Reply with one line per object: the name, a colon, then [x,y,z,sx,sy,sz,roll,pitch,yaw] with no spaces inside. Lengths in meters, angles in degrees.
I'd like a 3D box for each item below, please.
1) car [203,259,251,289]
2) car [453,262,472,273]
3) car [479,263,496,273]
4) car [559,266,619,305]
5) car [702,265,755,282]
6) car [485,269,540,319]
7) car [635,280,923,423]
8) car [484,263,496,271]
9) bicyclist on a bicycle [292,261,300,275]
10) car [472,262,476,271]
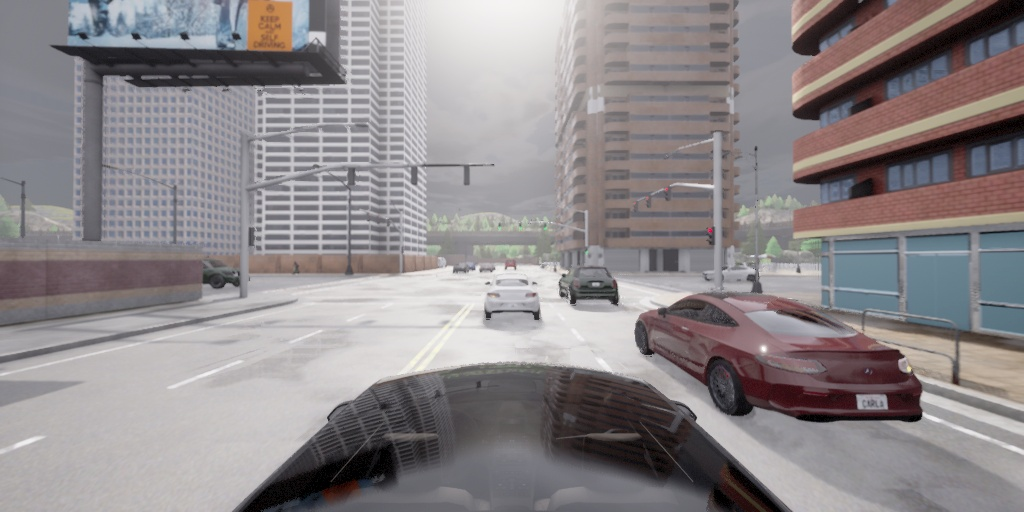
car: [-21.398,1.194,24.875,5.566,2.045,2.150,0,-1,0]
car: [-7.348,1.702,52.027,1.882,1.535,5.008,0,-1,0]
car: [-3.856,1.769,54.059,1.812,1.442,4.674,0,-1,-1]
car: [3.515,1.246,17.179,2.097,1.767,4.553,0,-1,0]
car: [19.481,1.558,32.045,4.674,1.442,1.812,0,-1,0]
car: [-0.022,1.385,13.305,1.812,1.442,4.674,0,-1,-1]
car: [3.577,1.314,5.875,1.812,1.442,4.674,0,-1,0]
car: [-3.868,1.938,64.038,1.895,1.301,4.718,0,-1,0]
bicyclist on a bicycle: [-25.850,1.442,42.859,0.582,1.620,1.656,0,0,0]
car: [-7.370,1.796,62.048,1.882,1.535,5.008,0,-1,0]
